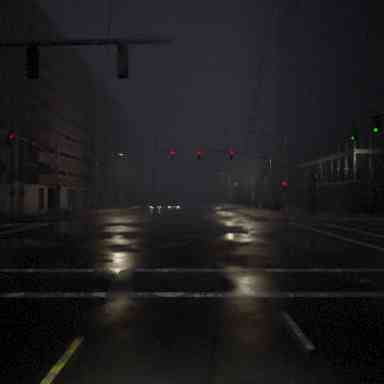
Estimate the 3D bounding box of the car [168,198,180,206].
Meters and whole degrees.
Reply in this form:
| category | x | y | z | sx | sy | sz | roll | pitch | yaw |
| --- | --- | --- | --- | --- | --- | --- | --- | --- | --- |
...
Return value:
| category | x | y | z | sx | sy | sz | roll | pitch | yaw |
| --- | --- | --- | --- | --- | --- | --- | --- | --- | --- |
| car | -3.587 | 1.974 | 66.601 | 2.097 | 1.767 | 4.553 | 0 | -1 | 1 |

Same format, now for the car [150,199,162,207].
| category | x | y | z | sx | sy | sz | roll | pitch | yaw |
| --- | --- | --- | --- | --- | --- | --- | --- | --- | --- |
| car | -7.097 | 2.141 | 65.984 | 1.812 | 1.442 | 4.674 | 0 | -1 | 1 |
